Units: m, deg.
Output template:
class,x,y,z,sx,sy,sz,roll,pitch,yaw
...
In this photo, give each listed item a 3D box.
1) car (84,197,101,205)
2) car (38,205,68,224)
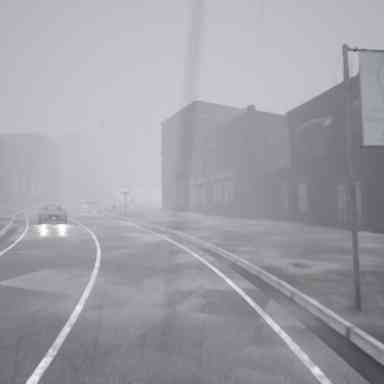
class,x,y,z,sx,sy,sz,roll,pitch,yaw
car,-19.784,1.733,66.117,2.097,1.767,4.553,-1,0,4
car,-10.645,1.662,25.428,1.994,1.385,4.181,2,-1,-25
